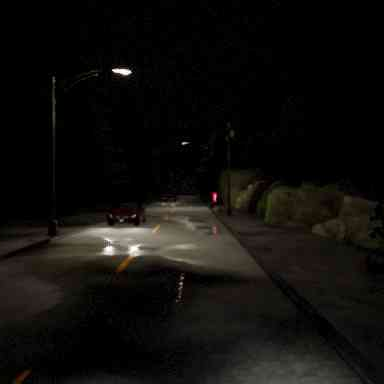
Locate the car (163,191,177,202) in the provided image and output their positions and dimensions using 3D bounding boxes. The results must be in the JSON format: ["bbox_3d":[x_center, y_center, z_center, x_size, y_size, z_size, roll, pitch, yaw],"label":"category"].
[{"bbox_3d":[-3.957,0.754,60.018,2.150,2.045,5.566,0,0,1],"label":"car"}]

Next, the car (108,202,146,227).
[{"bbox_3d":[-4.080,1.367,21.573,1.812,1.442,4.674,0,0,0],"label":"car"}]
